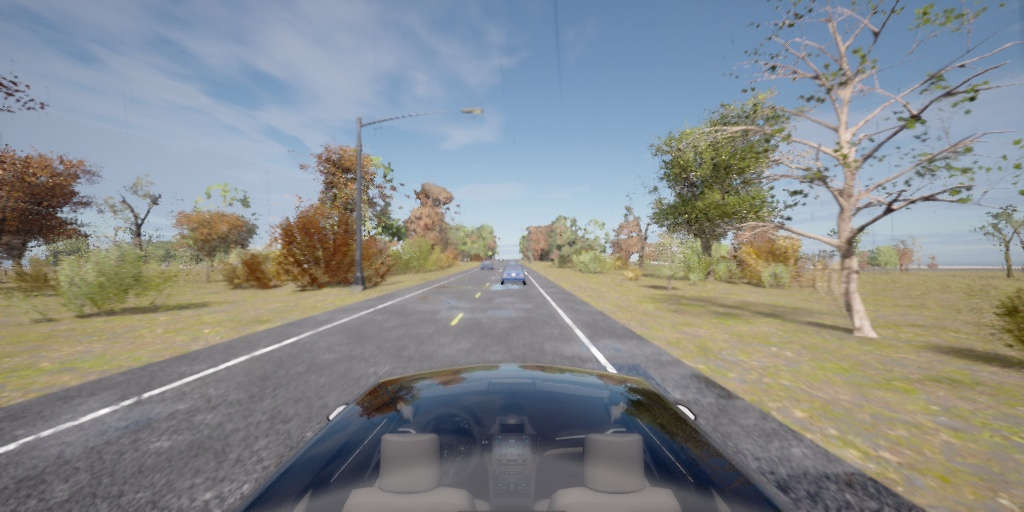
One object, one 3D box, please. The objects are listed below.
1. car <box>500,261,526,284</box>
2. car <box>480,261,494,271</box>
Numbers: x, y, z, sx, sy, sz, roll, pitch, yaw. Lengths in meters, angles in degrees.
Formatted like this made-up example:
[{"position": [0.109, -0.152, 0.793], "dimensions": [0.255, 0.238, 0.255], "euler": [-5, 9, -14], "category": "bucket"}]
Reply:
[{"position": [0.101, 1.339, 27.133], "dimensions": [2.033, 1.411, 5.357], "euler": [0, 0, 0], "category": "car"}, {"position": [-3.603, 1.383, 52.267], "dimensions": [2.033, 1.411, 5.357], "euler": [0, 0, 0], "category": "car"}]
